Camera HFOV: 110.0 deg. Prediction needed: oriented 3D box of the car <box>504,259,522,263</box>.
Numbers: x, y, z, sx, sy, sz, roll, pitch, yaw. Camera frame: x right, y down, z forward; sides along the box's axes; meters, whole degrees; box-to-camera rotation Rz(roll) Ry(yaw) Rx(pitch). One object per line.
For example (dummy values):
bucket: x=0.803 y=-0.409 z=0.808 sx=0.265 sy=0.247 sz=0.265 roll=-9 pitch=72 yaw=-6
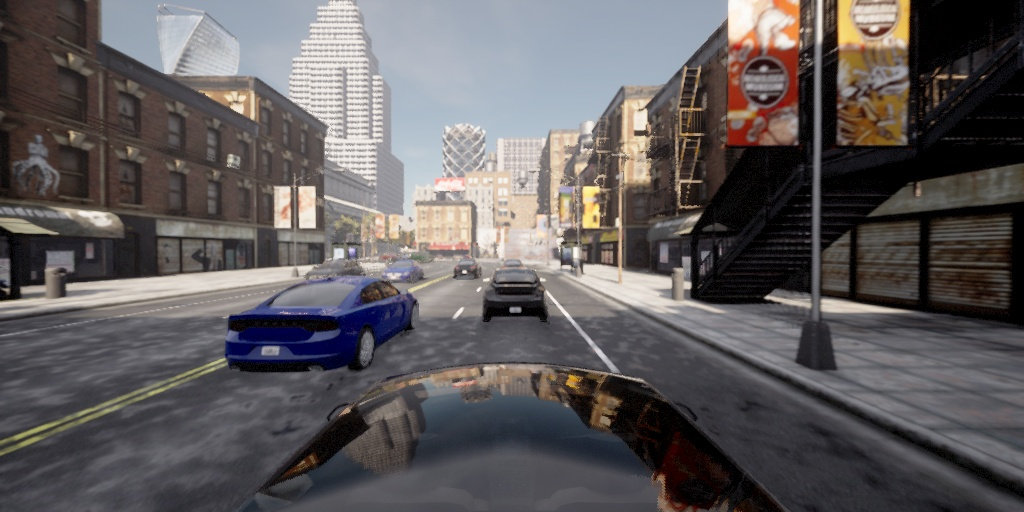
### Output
car: x=0.073 y=0.945 z=28.079 sx=1.812 sy=1.442 sz=4.674 roll=0 pitch=1 yaw=0

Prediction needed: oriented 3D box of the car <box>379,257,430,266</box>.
car: x=-7.110 y=1.002 z=23.825 sx=1.812 sy=1.442 sz=4.674 roll=0 pitch=1 yaw=0

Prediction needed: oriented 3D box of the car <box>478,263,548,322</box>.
car: x=0.093 y=1.129 z=11.726 sx=1.837 sy=1.490 sz=4.892 roll=0 pitch=1 yaw=0

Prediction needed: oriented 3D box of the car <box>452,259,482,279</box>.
car: x=-3.414 y=0.947 z=28.076 sx=1.812 sy=1.442 sz=4.674 roll=0 pitch=1 yaw=0

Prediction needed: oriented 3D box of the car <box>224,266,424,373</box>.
car: x=-3.410 y=1.156 z=7.543 sx=1.882 sy=1.535 sz=5.008 roll=0 pitch=1 yaw=0

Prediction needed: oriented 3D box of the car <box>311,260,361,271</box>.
car: x=-10.610 y=1.007 z=21.819 sx=1.837 sy=1.490 sz=4.892 roll=0 pitch=1 yaw=0
